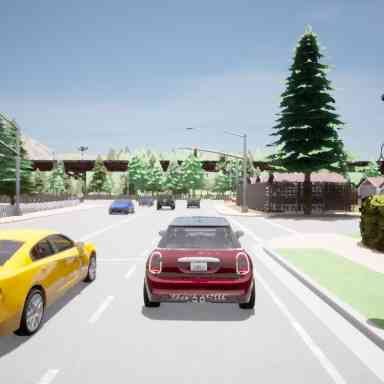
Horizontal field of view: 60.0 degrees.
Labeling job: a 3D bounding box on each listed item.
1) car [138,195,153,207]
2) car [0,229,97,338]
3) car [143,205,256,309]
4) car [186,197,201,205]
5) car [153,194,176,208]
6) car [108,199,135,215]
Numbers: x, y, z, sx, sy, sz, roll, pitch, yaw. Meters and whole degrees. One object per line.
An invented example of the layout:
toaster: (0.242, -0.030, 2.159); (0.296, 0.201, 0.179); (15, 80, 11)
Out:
car: (-6.901, 1.274, 50.637); (2.097, 1.767, 4.553); (0, 0, 0)
car: (-3.406, 1.478, 6.693); (1.882, 1.535, 5.008); (0, 0, 0)
car: (0.210, 1.352, 8.066); (2.097, 1.767, 4.553); (0, 0, 2)
car: (0.208, 1.505, 47.102); (1.837, 1.490, 4.892); (0, 0, 1)
car: (-3.315, 1.222, 43.031); (2.150, 2.045, 5.566); (0, 0, 0)
car: (-7.029, 1.477, 33.525); (1.882, 1.535, 5.008); (0, 0, 0)
